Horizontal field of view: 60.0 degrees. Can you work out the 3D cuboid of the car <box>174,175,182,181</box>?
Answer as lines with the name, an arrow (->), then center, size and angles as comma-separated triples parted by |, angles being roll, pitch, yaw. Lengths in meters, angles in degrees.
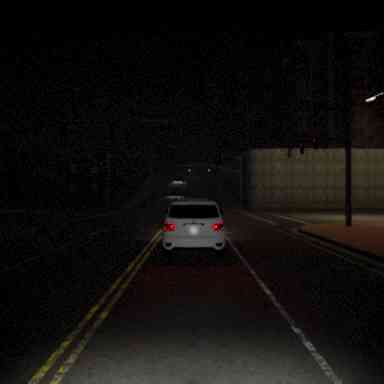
car -> -3.504, -3.637, 85.239 | 1.994, 1.385, 4.181 | 0, 12, 0

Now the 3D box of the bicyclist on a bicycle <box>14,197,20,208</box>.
bicyclist on a bicycle -> -25.264, 1.483, 48.148 | 0.582, 1.620, 1.656 | 0, 0, 0

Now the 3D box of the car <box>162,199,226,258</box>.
car -> 0.072, 1.270, 13.098 | 2.150, 2.045, 5.566 | 0, 0, 0

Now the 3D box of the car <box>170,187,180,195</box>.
car -> -3.503, -0.293, 69.108 | 2.033, 1.411, 5.357 | 0, 10, 0
